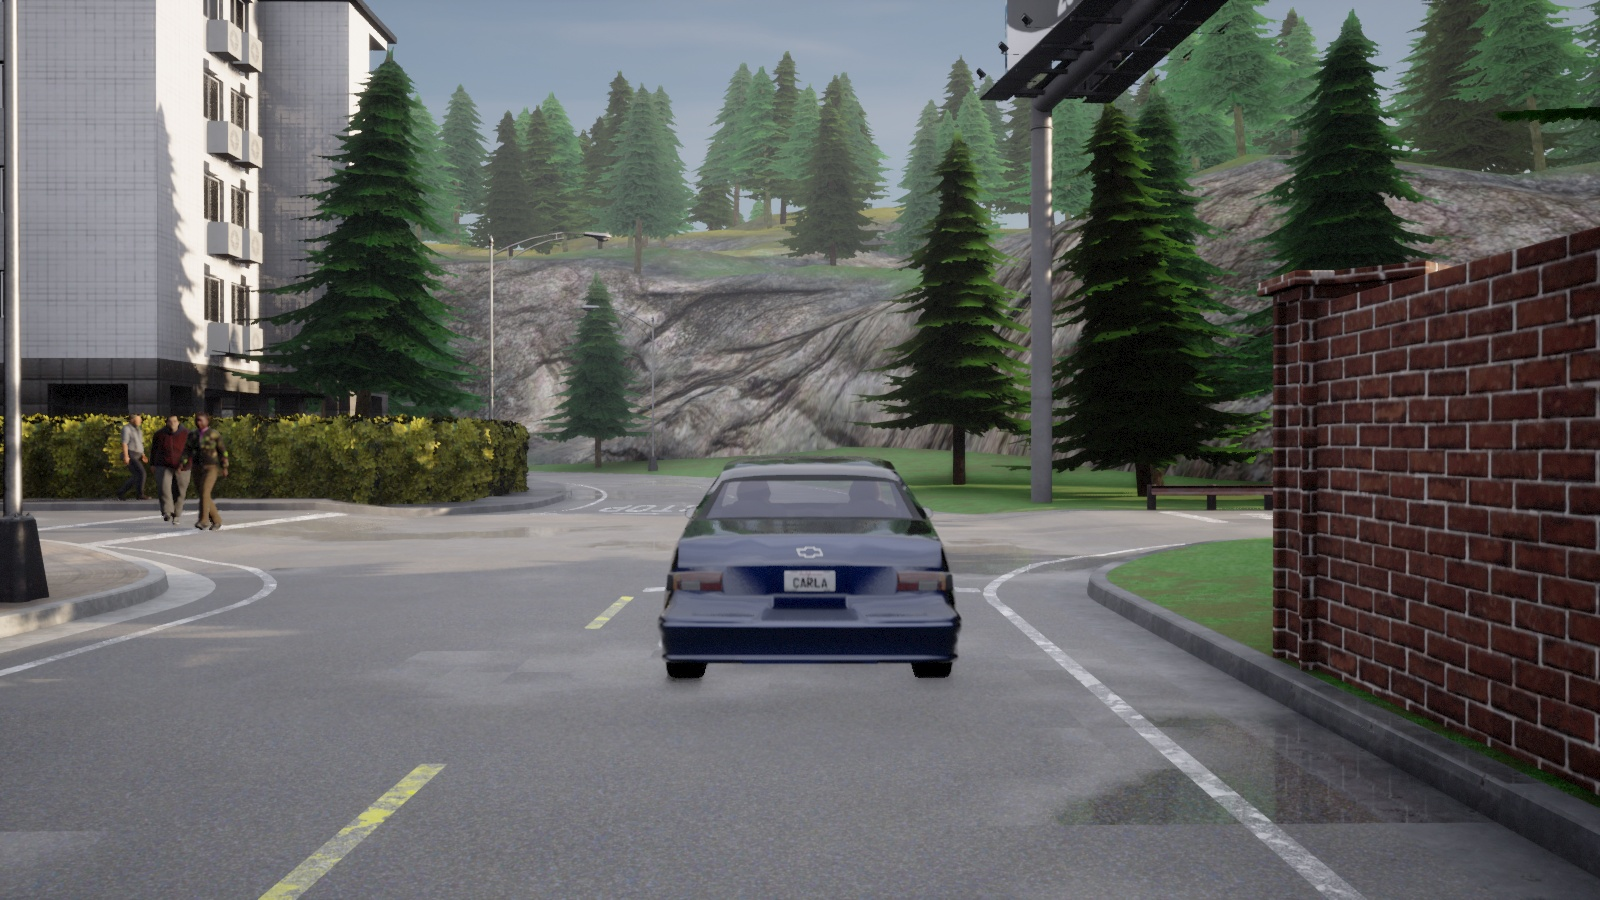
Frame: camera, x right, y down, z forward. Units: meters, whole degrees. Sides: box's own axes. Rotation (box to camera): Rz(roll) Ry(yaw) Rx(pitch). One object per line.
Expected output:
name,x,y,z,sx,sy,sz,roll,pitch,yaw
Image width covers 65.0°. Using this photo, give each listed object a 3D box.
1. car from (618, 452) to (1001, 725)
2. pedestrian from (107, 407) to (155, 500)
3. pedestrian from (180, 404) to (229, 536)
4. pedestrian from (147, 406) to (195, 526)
car,0.065,0.741,9.355,2.033,1.411,5.357,0,0,0
pedestrian,-13.441,0.074,25.229,0.694,1.848,0.540,0,0,-5
pedestrian,-8.860,0.285,18.704,0.395,1.930,0.692,0,0,1
pedestrian,-9.920,0.247,19.837,0.634,1.844,0.899,0,0,-24
